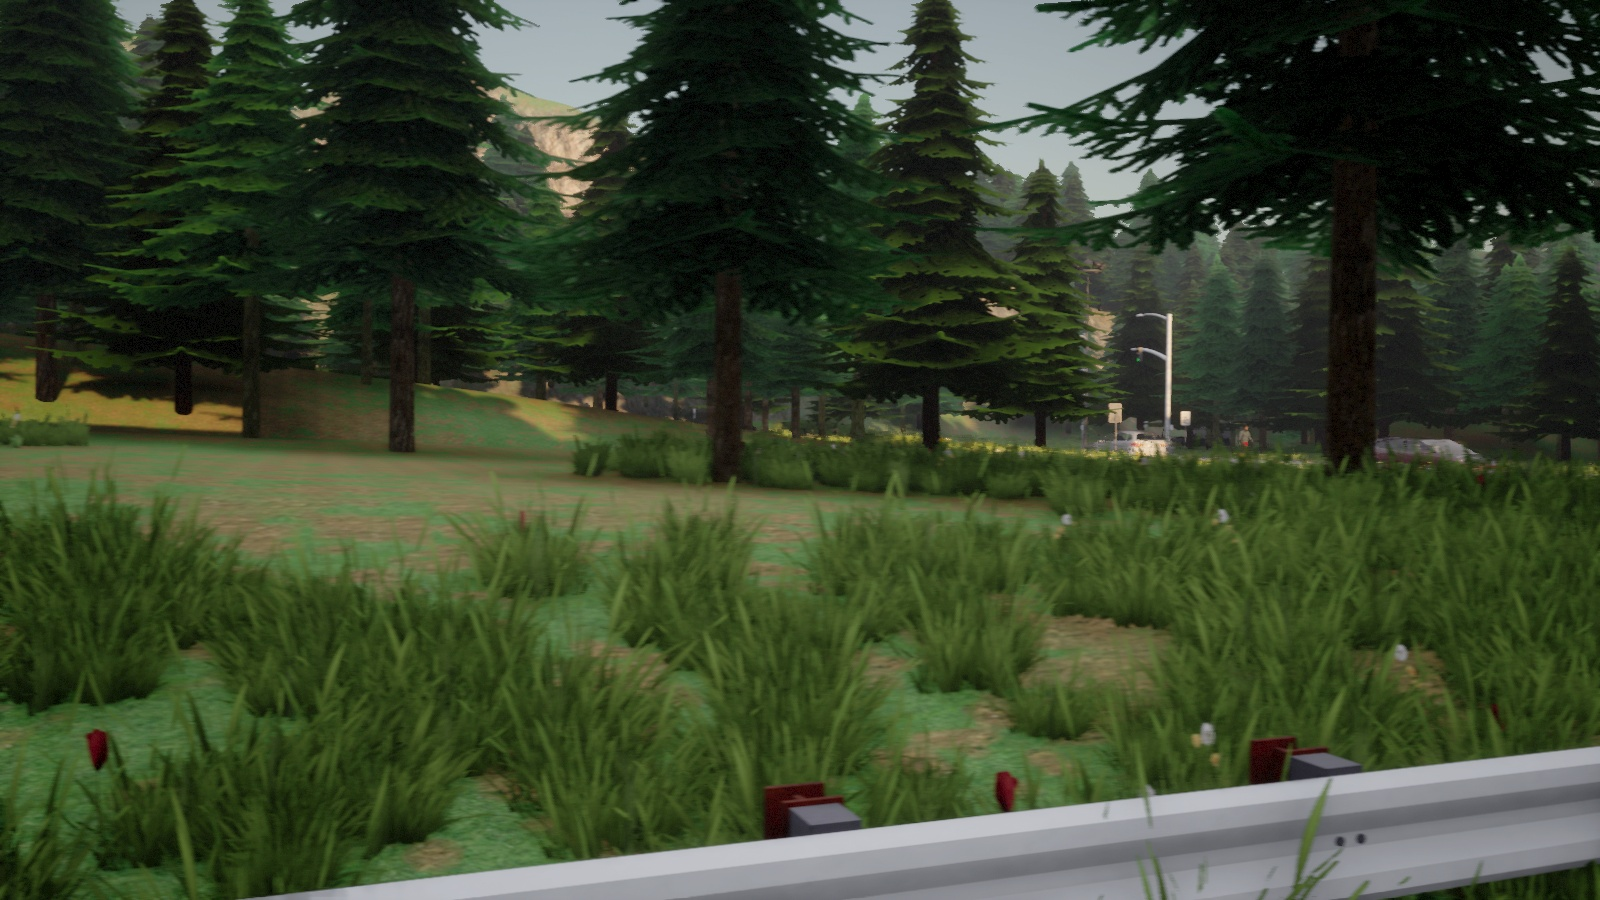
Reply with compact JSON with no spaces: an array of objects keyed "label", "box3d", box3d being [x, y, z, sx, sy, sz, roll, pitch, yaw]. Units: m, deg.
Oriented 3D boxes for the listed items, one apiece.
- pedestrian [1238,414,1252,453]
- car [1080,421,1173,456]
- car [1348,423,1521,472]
[{"label":"pedestrian","box3d":[21.525,-0.788,60.731,0.353,1.847,0.614,-1,1,-20]},{"label":"car","box3d":[16.178,-0.575,62.444,2.242,1.667,4.611,-1,1,-20]},{"label":"car","box3d":[20.443,-0.113,40.731,2.163,1.488,4.792,-1,1,-21]}]
